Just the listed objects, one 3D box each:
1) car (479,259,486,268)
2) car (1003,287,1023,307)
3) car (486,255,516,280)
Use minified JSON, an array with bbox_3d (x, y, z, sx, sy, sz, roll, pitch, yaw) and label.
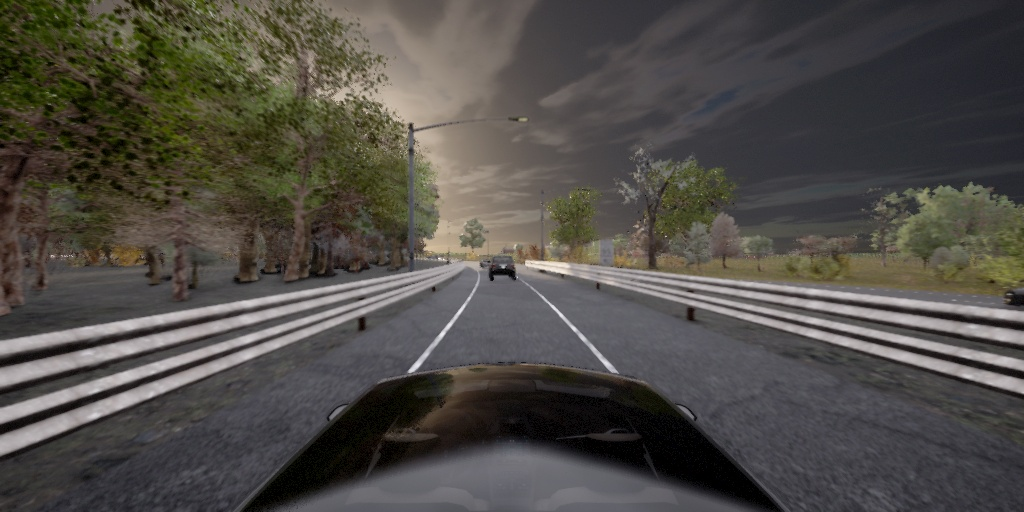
[{"bbox_3d":[-4.466,1.235,60.275,2.128,1.511,4.902,0,0,-9],"label":"car"},{"bbox_3d":[21.664,1.484,12.821,1.837,1.490,4.892,0,0,-21],"label":"car"},{"bbox_3d":[-0.944,0.969,31.354,2.150,2.045,5.566,0,0,-5],"label":"car"}]
